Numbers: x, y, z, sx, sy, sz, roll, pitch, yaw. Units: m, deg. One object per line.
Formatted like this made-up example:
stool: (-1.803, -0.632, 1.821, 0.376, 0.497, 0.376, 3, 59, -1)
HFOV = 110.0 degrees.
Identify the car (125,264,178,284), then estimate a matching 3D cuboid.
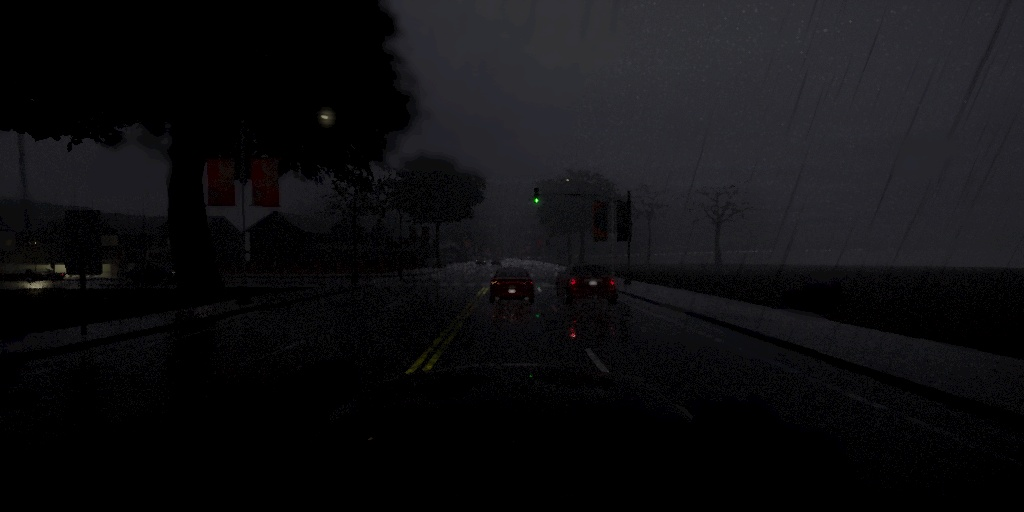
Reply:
car: (-28.934, 1.447, 29.673, 4.553, 1.767, 2.097, -1, 1, 0)

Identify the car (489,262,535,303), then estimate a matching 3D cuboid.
car: (0.000, 1.227, 16.502, 1.882, 1.535, 5.008, 0, 0, 0)

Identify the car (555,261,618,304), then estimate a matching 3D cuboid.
car: (3.250, 1.108, 16.472, 2.097, 1.767, 4.553, 0, 0, 0)

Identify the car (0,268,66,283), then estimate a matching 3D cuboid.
car: (-43.911, 1.781, 32.541, 4.718, 1.301, 1.895, -1, 1, 0)
